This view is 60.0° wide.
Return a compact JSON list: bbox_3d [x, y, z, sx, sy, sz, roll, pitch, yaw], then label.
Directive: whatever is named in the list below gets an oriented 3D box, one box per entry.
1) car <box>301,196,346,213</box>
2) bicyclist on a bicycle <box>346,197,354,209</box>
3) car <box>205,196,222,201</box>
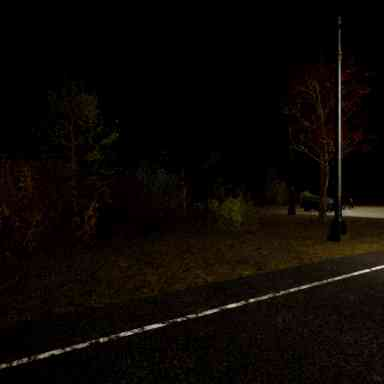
[{"bbox_3d":[16.360,1.514,41.829,2.150,2.045,5.566,-2,0,-31],"label":"car"},{"bbox_3d":[22.255,1.579,46.806,1.656,1.620,0.582,0,0,-31],"label":"bicyclist on a bicycle"},{"bbox_3d":[4.151,1.807,62.499,2.150,2.045,5.566,-2,0,-30],"label":"car"}]
